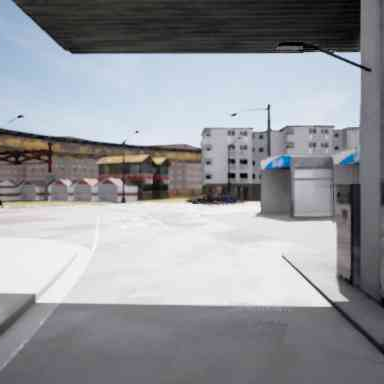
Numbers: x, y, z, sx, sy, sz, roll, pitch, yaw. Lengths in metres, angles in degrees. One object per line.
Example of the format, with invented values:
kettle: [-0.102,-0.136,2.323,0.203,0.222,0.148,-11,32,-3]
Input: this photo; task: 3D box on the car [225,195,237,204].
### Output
car: [4.443,1.170,53.590,5.357,1.411,2.033,0,0,-14]

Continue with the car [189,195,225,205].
car: [1.902,1.168,49.119,4.892,1.490,1.837,0,0,-18]
